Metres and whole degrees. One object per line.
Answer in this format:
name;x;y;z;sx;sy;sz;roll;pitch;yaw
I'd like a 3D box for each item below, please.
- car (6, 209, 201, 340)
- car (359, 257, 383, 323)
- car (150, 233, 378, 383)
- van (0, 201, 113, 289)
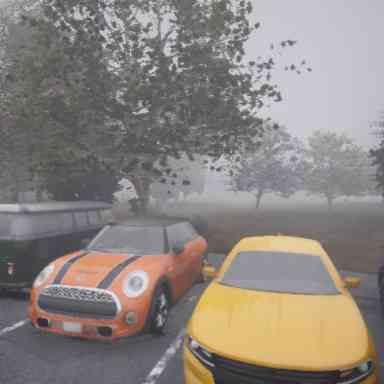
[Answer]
car;-1.086;1.357;6.892;2.185;1.767;4.553;1;-1;16
car;3.732;1.235;3.454;2.435;2.045;5.566;0;-1;15
car;1.322;1.485;5.146;2.097;1.535;5.008;1;-1;15
van;-3.482;1.253;8.697;1.878;1.987;4.442;0;-1;16
